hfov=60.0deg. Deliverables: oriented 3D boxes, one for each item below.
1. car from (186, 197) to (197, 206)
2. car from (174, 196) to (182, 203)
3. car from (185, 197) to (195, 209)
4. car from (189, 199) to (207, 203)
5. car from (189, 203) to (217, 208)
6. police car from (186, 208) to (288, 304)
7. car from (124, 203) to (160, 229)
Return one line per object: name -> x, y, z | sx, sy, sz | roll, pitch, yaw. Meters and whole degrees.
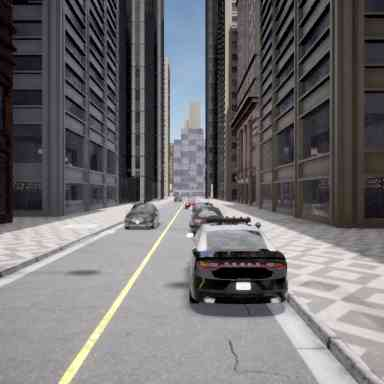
car -> -0.083, 1.641, 59.010 | 1.994, 1.385, 4.181 | 0, 0, 0
car -> -3.106, 1.634, 74.296 | 1.837, 1.490, 4.892 | 0, 0, 0
car -> -0.030, 1.646, 45.985 | 1.895, 1.301, 4.718 | 0, 0, 0
car -> 0.864, 1.519, 24.232 | 1.837, 1.490, 4.892 | 0, 0, 0
car -> 0.873, 1.534, 18.232 | 1.812, 1.442, 4.674 | 0, 0, 0
police car -> 0.887, 1.427, 8.342 | 1.930, 1.638, 5.238 | 0, 0, 0
car -> -3.133, 1.516, 21.540 | 1.837, 1.490, 4.892 | 0, 0, 0
